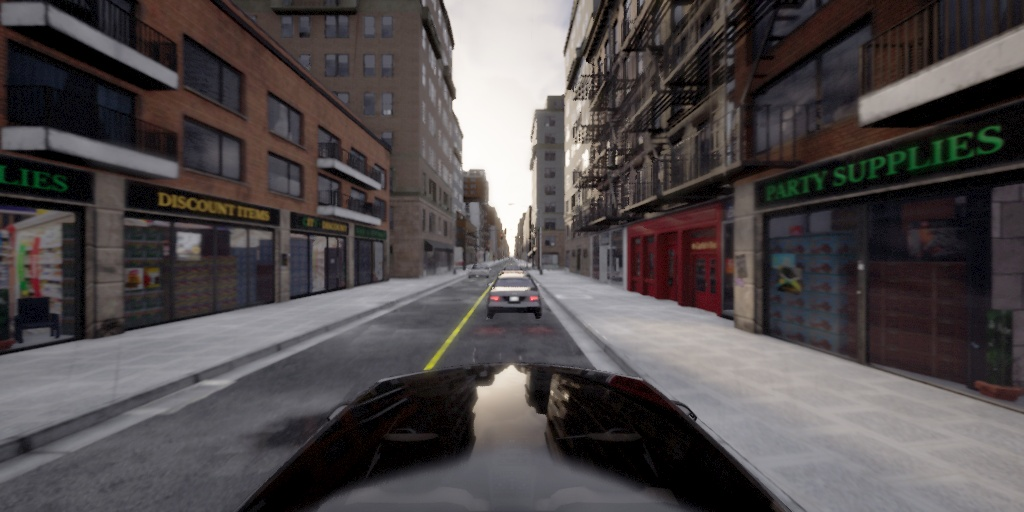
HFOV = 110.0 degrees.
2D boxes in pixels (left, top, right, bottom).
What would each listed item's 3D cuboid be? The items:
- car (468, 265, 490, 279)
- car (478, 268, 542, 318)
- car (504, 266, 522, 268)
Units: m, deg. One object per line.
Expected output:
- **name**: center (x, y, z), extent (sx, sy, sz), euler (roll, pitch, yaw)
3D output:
- **car**: center (-3.103, 1.513, 34.422), extent (1.895, 1.301, 4.718), euler (0, 0, 0)
- **car**: center (0.083, 1.355, 13.338), extent (2.033, 1.411, 5.357), euler (0, 0, 0)
- **car**: center (0.084, 1.497, 31.009), extent (1.895, 1.301, 4.718), euler (0, 0, 0)
